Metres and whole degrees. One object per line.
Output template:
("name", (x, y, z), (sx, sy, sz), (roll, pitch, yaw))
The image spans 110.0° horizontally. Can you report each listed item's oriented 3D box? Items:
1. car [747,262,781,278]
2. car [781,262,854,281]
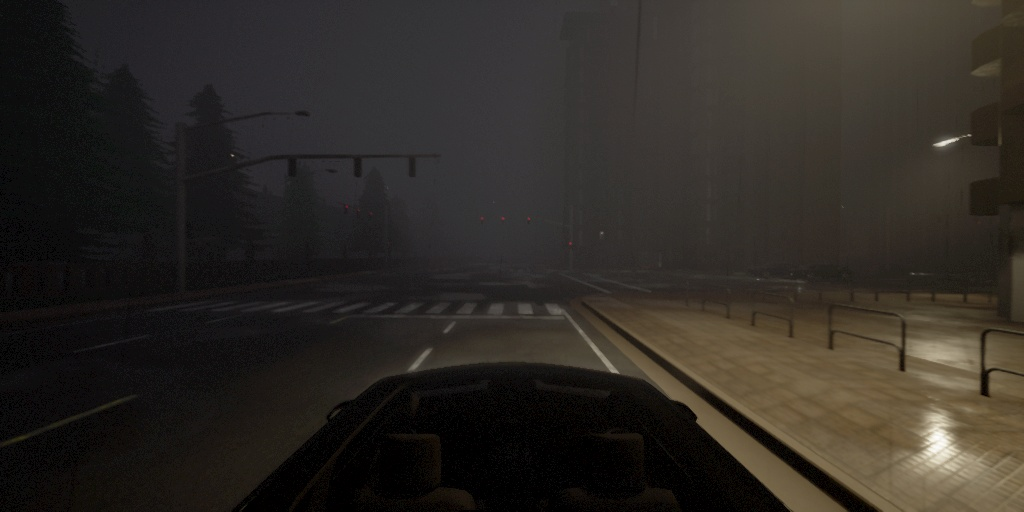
("car", (25.428, 1.292, 34.524), (5.008, 1.535, 1.882), (0, 0, 0))
("car", (26.604, 1.343, 31.024), (4.892, 1.490, 1.837), (0, 0, 0))
